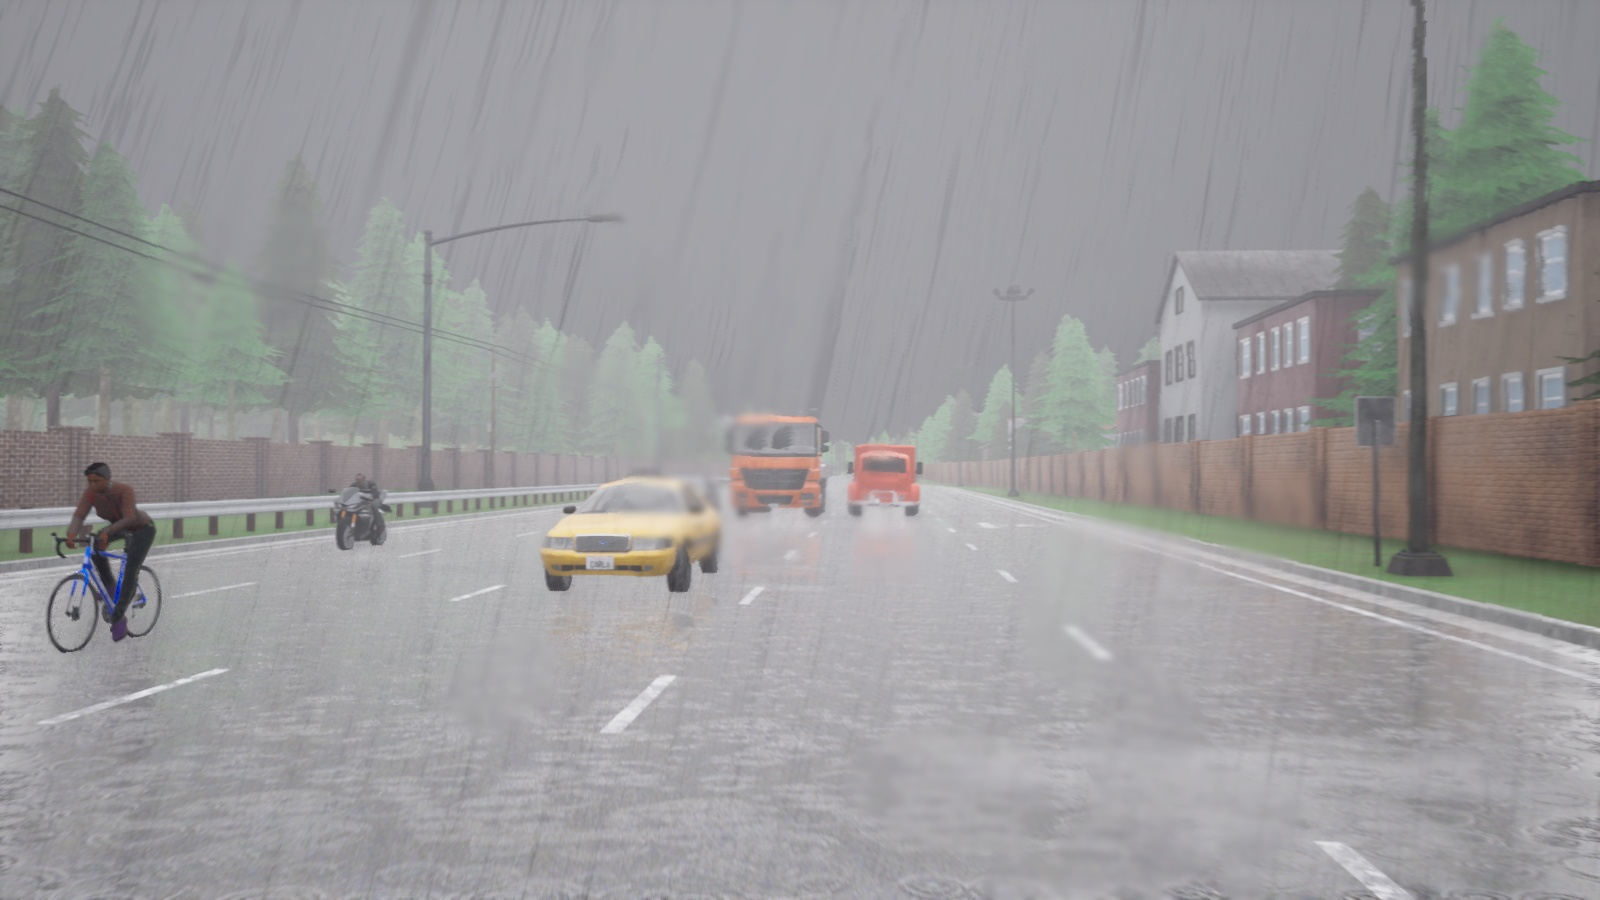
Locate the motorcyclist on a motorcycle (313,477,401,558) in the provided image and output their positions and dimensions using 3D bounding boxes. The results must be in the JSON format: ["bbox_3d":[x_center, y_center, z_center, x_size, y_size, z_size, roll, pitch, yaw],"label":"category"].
[{"bbox_3d":[-8.814,1.312,25.106,0.866,1.530,2.191,0,-1,4],"label":"motorcyclist on a motorcycle"}]

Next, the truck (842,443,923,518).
[{"bbox_3d":[2.881,1.050,44.030,2.627,2.467,5.204,0,-1,4],"label":"truck"}]

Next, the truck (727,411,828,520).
[{"bbox_3d":[-0.637,0.569,43.893,2.891,3.462,7.936,0,-1,4],"label":"truck"}]

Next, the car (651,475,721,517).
[{"bbox_3d":[-4.056,1.615,45.196,1.812,1.442,4.674,0,-1,4],"label":"car"}]

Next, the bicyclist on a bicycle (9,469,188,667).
[{"bbox_3d":[-6.176,0.984,11.163,0.582,1.620,1.656,0,-1,4],"label":"bicyclist on a bicycle"}]

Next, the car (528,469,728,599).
[{"bbox_3d":[-2.249,1.064,17.913,1.801,1.575,5.366,0,-1,4],"label":"car"}]
